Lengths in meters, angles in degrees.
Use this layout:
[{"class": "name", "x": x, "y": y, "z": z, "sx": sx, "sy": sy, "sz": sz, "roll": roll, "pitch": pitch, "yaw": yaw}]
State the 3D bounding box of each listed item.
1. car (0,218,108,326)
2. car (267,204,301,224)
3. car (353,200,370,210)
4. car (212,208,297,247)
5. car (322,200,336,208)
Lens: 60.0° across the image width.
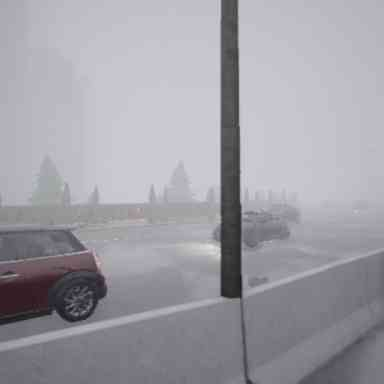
[{"class": "car", "x": -3.881, "y": 1.387, "z": 5.686, "sx": 4.553, "sy": 1.767, "sz": 2.097, "roll": 0, "pitch": 0, "yaw": -37}, {"class": "car", "x": 6.423, "y": 1.666, "z": 24.594, "sx": 2.128, "sy": 1.511, "sz": 4.902, "roll": 0, "pitch": -1, "yaw": 40}, {"class": "car", "x": 25.159, "y": 1.932, "z": 49.581, "sx": 1.837, "sy": 1.490, "sz": 4.892, "roll": 0, "pitch": -1, "yaw": 21}, {"class": "car", "x": 2.875, "y": 1.665, "z": 15.834, "sx": 4.181, "sy": 1.385, "sz": 1.994, "roll": 0, "pitch": -1, "yaw": -44}, {"class": "car", "x": 25.061, "y": 2.110, "z": 61.124, "sx": 2.033, "sy": 1.411, "sz": 5.357, "roll": 0, "pitch": -1, "yaw": 13}]
